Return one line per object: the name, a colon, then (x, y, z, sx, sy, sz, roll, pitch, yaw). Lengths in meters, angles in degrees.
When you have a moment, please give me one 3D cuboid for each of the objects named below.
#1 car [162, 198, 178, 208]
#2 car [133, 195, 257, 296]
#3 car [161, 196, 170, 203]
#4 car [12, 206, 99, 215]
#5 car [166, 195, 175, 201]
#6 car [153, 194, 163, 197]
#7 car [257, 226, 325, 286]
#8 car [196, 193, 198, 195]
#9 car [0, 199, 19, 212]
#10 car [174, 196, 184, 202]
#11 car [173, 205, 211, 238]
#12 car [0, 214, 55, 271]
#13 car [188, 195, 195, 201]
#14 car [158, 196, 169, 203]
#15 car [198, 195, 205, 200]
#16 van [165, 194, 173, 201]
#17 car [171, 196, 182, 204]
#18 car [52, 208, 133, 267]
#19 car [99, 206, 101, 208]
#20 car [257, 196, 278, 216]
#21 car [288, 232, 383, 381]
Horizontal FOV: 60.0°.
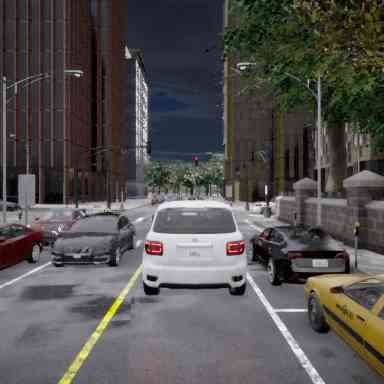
car: (-3.123, 1.574, 48.106, 1.994, 1.385, 4.181, 0, 0, 0)
car: (0.061, 1.222, 8.819, 2.150, 2.045, 5.566, 0, 0, 0)
car: (-5.805, 1.549, 73.686, 1.752, 1.417, 4.829, 0, 0, 0)
car: (-5.773, 1.441, 14.679, 1.967, 1.590, 4.097, 0, 0, 0)
car: (-5.815, 1.585, 90.169, 2.008, 1.369, 4.403, 0, 0, 0)
car: (-5.797, 1.329, 57.543, 2.192, 1.841, 5.009, 0, 0, 0)
car: (2.756, 1.566, 9.228, 1.947, 1.339, 4.313, 0, 0, 0)
car: (-0.045, 1.551, 78.675, 1.812, 1.442, 4.674, 0, 0, 0)
car: (-19.189, 1.203, 31.530, 5.357, 1.411, 2.033, 1, 0, -5)
car: (-3.044, 1.559, 77.315, 2.033, 1.411, 5.357, 0, 0, 0)
car: (0.013, 1.527, 18.464, 1.812, 1.442, 4.674, 0, 0, 1)
car: (-5.770, 1.545, 9.221, 1.887, 1.381, 4.507, 0, 0, 0)
car: (-0.050, 1.534, 88.581, 1.837, 1.490, 4.892, 0, 0, 0)
car: (-5.802, 1.602, 68.418, 1.802, 1.307, 4.206, 0, 0, 0)
car: (2.707, 1.565, 95.781, 1.752, 1.417, 4.829, 0, 0, 0)
van: (-5.812, 1.372, 84.731, 1.690, 1.788, 3.998, 0, 0, 0)
car: (-3.060, 1.583, 66.976, 1.994, 1.385, 4.181, 0, 0, 1)
car: (-3.113, 1.506, 11.438, 1.837, 1.490, 4.892, 0, 0, 0)
car: (-5.776, 1.527, 19.965, 1.752, 1.417, 4.829, 0, 0, 0)
car: (9.191, 1.435, 34.848, 5.566, 2.045, 2.150, 1, 0, 0)
car: (2.759, 1.525, 3.941, 1.752, 1.417, 4.829, 0, 0, 0)
